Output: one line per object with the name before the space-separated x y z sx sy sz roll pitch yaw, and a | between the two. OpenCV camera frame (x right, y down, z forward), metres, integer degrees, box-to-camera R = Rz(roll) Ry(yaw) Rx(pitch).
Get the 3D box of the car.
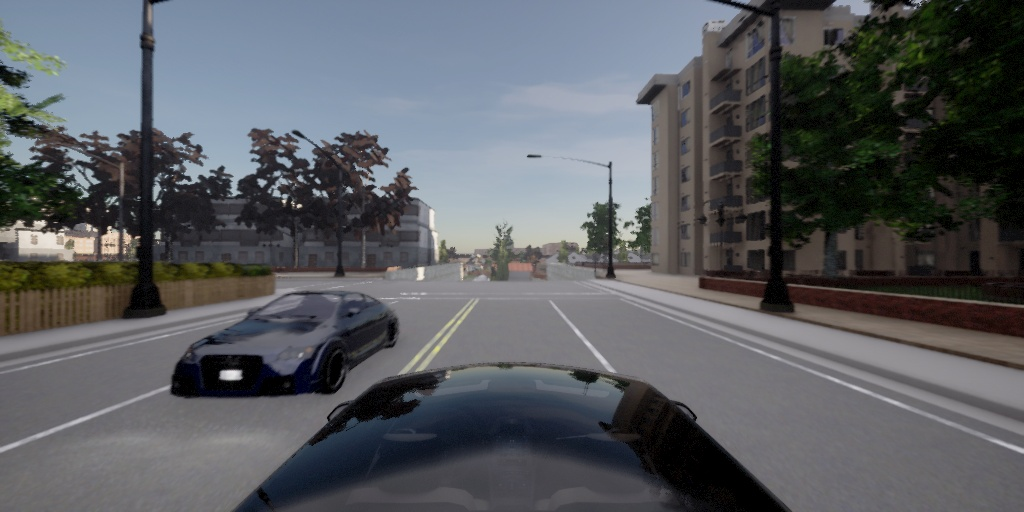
car | -3.567 1.338 6.557 1.994 1.385 4.181 0 0 0
